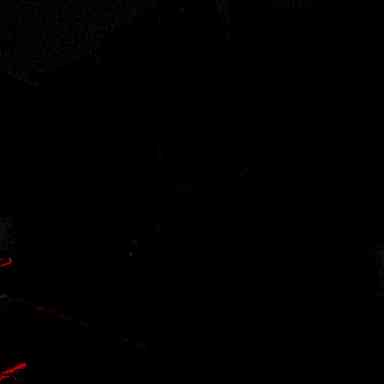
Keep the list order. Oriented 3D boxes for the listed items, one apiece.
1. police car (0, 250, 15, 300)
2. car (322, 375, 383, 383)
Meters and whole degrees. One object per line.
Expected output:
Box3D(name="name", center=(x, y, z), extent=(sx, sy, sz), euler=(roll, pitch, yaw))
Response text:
Box3D(name="police car", center=(-5.774, 1.393, 7.006), extent=(5.238, 1.638, 1.930), euler=(0, 0, 35))
Box3D(name="car", center=(2.425, 1.556, 1.074), extent=(4.403, 1.369, 2.008), euler=(0, 1, 35))
